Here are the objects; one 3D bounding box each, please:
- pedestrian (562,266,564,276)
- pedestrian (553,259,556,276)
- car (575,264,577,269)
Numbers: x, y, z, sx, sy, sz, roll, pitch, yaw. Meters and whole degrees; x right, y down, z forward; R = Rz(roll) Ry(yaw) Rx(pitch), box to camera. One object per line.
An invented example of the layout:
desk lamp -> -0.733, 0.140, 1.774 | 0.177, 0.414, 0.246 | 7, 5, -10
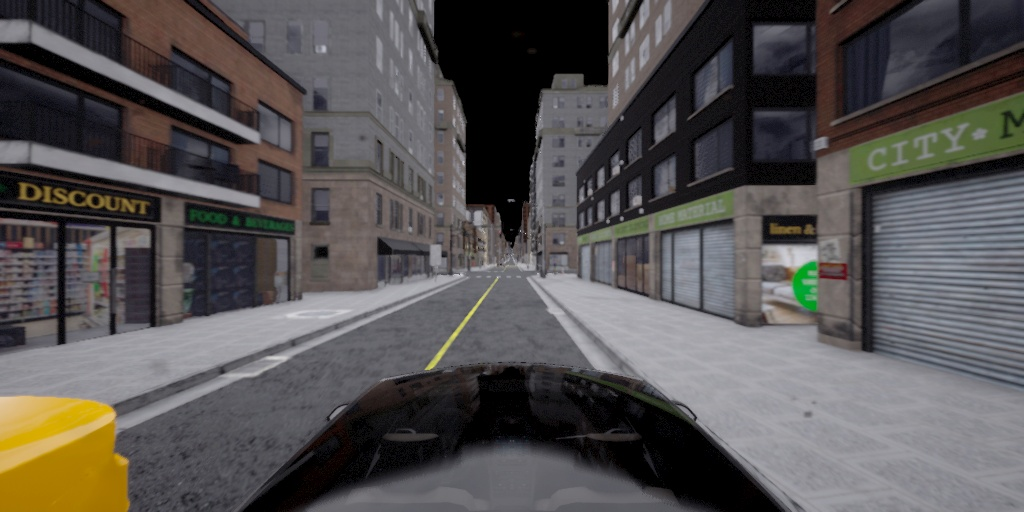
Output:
pedestrian -> 5.629, 1.610, 39.661 | 0.500, 1.100, 0.500 | 0, 0, 0
pedestrian -> 4.629, 1.240, 39.062 | 0.375, 1.860, 0.375 | 0, 0, 0
car -> 12.087, 1.368, 53.909 | 5.009, 1.841, 2.192 | 0, 0, 0
